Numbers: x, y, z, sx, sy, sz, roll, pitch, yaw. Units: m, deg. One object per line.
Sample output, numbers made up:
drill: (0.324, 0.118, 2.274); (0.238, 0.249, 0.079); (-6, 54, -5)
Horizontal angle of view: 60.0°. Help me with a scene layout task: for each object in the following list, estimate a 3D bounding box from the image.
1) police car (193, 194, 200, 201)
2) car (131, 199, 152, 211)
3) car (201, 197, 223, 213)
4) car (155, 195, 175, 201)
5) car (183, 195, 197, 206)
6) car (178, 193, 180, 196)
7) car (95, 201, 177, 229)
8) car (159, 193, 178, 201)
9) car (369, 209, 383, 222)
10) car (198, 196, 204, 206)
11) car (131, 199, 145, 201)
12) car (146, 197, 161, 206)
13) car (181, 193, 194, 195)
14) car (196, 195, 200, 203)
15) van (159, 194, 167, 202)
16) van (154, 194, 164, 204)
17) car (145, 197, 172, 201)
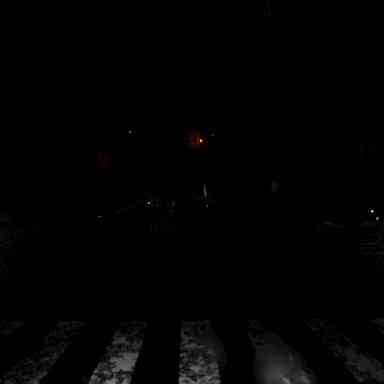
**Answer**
police car: (1.246, 1.464, 90.590); (1.930, 1.638, 5.238); (0, 0, -1)
car: (-6.200, 1.558, 41.289); (2.008, 1.369, 4.403); (0, 0, -1)
car: (2.393, 1.556, 36.412); (2.008, 1.369, 4.403); (0, 0, -1)
car: (-3.563, 1.485, 43.513); (1.882, 1.535, 5.008); (0, 0, -1)
car: (-0.553, 1.614, 56.961); (1.895, 1.301, 4.718); (0, 0, -1)
car: (-3.790, 1.509, 62.442); (2.128, 1.511, 4.902); (0, 0, 0)
car: (-3.532, 1.494, 20.864); (4.902, 1.511, 2.128); (0, 0, -1)
car: (-3.684, 1.364, 52.663); (2.097, 1.767, 4.553); (0, 0, -1)
car: (13.919, 1.317, 21.049); (4.718, 1.301, 1.895); (-1, 0, -1)
car: (2.242, 1.554, 47.300); (1.887, 1.381, 4.507); (0, 0, -1)
car: (-6.131, 1.556, 36.297); (2.008, 1.369, 4.403); (0, 0, -1)
car: (-6.403, 1.579, 55.859); (1.947, 1.339, 4.313); (0, 0, -1)
car: (-0.908, 1.550, 75.604); (2.128, 1.511, 4.902); (0, 0, -1)
car: (2.167, 1.562, 52.744); (2.008, 1.369, 4.403); (0, 0, -1)
van: (-6.704, 1.369, 77.511); (1.690, 1.788, 3.998); (0, 0, -1)
van: (-6.554, 1.361, 66.685); (1.690, 1.788, 3.998); (0, 0, -1)
car: (-3.449, 1.569, 34.700); (1.994, 1.385, 4.181); (0, 0, -2)
